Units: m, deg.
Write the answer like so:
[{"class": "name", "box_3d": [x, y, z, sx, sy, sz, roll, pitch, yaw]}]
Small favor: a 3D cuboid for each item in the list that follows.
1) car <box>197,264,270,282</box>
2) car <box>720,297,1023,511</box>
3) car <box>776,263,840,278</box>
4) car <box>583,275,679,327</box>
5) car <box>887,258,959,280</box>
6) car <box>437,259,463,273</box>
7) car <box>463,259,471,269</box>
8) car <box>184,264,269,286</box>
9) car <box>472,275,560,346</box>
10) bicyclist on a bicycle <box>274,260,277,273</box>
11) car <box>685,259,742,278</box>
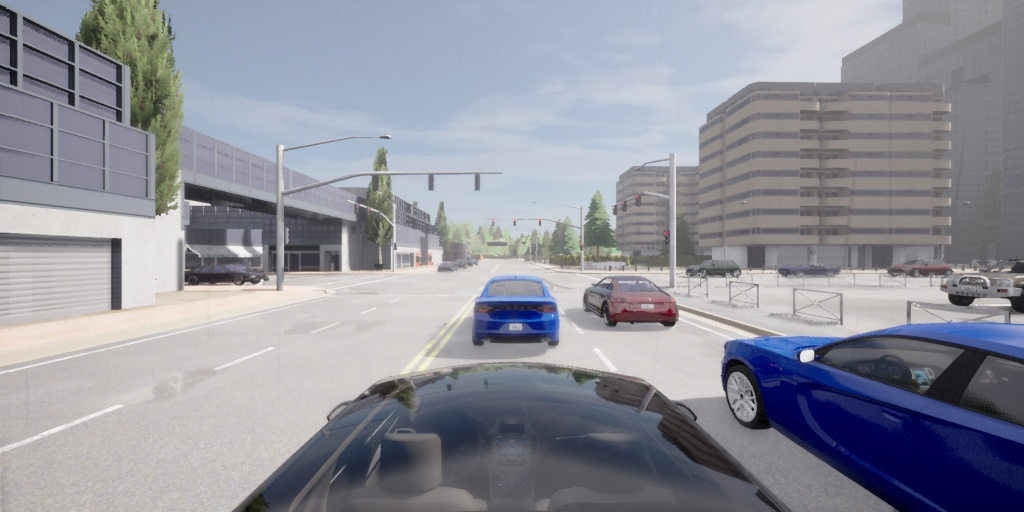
[{"class": "car", "box_3d": [-21.818, 1.314, 28.233, 4.181, 1.385, 1.994, 0, 0, -1]}, {"class": "car", "box_3d": [3.603, 1.228, 2.594, 1.882, 1.535, 5.008, 0, 0, 0]}, {"class": "car", "box_3d": [27.676, 1.351, 33.595, 4.718, 1.301, 1.895, 0, 0, -1]}, {"class": "car", "box_3d": [3.603, 1.314, 11.578, 1.994, 1.385, 4.181, 0, 0, 0]}, {"class": "car", "box_3d": [38.336, 1.101, 33.797, 4.553, 1.767, 2.097, 0, 0, -1]}, {"class": "car", "box_3d": [-7.875, 1.298, 44.368, 2.033, 1.411, 5.357, 0, 0, 1]}, {"class": "car", "box_3d": [-7.959, 1.256, 55.353, 1.837, 1.490, 4.892, 0, 0, -1]}, {"class": "car", "box_3d": [-19.937, 1.297, 24.758, 5.357, 1.411, 2.033, 0, 0, -1]}, {"class": "car", "box_3d": [0.095, 1.228, 9.446, 1.882, 1.535, 5.008, 0, 0, 0]}, {"class": "bicyclist on a bicycle", "box_3d": [-25.837, 1.053, 39.663, 0.582, 1.620, 1.656, 0, 0, -1]}, {"class": "car", "box_3d": [18.689, 1.102, 33.411, 4.553, 1.767, 2.097, 0, 0, -1]}]
